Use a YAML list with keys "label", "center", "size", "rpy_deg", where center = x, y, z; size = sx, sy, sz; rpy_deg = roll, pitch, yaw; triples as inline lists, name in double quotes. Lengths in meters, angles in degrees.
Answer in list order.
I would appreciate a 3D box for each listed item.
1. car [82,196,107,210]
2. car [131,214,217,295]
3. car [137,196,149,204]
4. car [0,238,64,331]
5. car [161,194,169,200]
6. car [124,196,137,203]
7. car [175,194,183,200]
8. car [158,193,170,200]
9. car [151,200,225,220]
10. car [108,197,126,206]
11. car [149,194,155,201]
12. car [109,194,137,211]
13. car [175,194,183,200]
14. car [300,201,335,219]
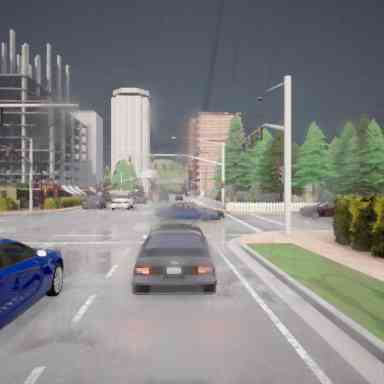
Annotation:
- label: "car"
  center: [-12.349, 1.352, 42.399]
  size: [2.097, 1.767, 4.553]
  rpy_deg: [0, 0, 0]
- label: "car"
  center: [-0.421, 1.547, 8.858]
  size: [2.033, 1.411, 5.357]
  rpy_deg: [0, 0, -2]
- label: "car"
  center: [-9.434, 1.564, 60.644]
  size: [1.994, 1.385, 4.181]
  rpy_deg: [0, 0, -2]
- label: "car"
  center: [-3.731, 1.478, 5.559]
  size: [1.882, 1.535, 5.008]
  rpy_deg: [0, 0, -3]
- label: "car"
  center: [-6.774, 1.351, 84.775]
  size: [1.812, 1.442, 4.674]
  rpy_deg: [0, 0, -2]
- label: "car"
  center: [-13.328, 1.540, 72.832]
  size: [2.033, 1.411, 5.357]
  rpy_deg: [0, 0, -2]
- label: "car"
  center: [-2.929, 1.493, 75.694]
  size: [1.837, 1.490, 4.892]
  rpy_deg: [0, 0, -2]
- label: "car"
  center: [-6.414, 1.218, 75.241]
  size: [2.150, 2.045, 5.566]
  rpy_deg: [0, 0, -2]
- label: "car"
  center: [-0.256, 1.547, 25.582]
  size: [5.357, 1.411, 2.033]
  rpy_deg: [0, 0, 23]
- label: "car"
  center: [-12.822, 1.547, 57.270]
  size: [2.033, 1.411, 5.357]
  rpy_deg: [0, 0, -2]
- label: "car"
  center: [-9.967, 1.543, 76.574]
  size: [1.994, 1.385, 4.181]
  rpy_deg: [0, 0, -2]
- label: "car"
  center: [-8.768, 1.221, 42.217]
  size: [2.150, 2.045, 5.566]
  rpy_deg: [0, 0, -2]
- label: "car"
  center: [-3.277, 1.327, 84.907]
  size: [1.837, 1.490, 4.892]
  rpy_deg: [0, 0, -2]
- label: "car"
  center: [11.742, 1.478, 28.231]
  size: [5.008, 1.535, 1.882]
  rpy_deg: [0, 0, -1]
